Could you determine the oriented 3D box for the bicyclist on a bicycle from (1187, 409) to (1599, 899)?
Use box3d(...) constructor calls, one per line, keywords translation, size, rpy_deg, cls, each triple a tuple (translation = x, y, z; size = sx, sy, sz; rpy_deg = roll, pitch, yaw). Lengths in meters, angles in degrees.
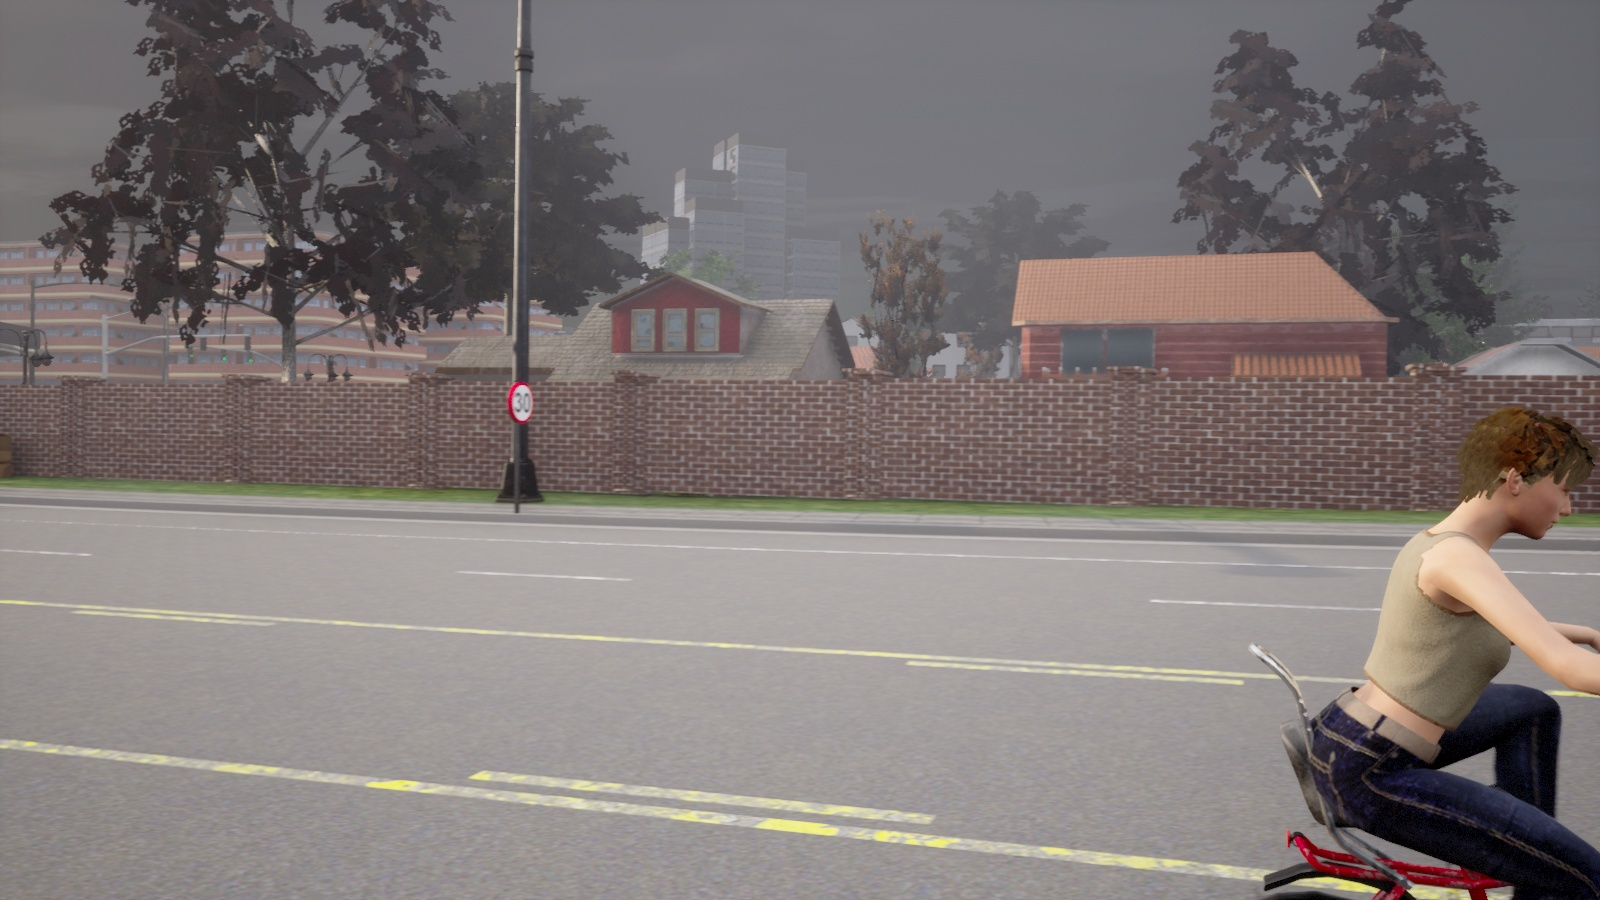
box3d(translation=(1.615, 0.727, 2.645), size=(1.509, 1.612, 0.866), rpy_deg=(1, 1, 18), cls="bicyclist on a bicycle")
